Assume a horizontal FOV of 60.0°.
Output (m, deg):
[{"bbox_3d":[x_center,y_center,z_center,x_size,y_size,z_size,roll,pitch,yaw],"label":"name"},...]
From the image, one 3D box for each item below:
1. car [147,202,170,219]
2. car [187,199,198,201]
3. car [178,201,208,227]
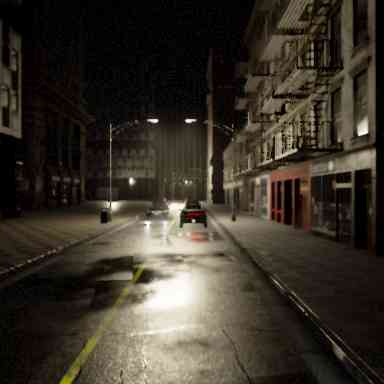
[{"bbox_3d":[-3.003,1.634,30.484,1.812,1.442,4.674,0,0,0],"label":"car"},{"bbox_3d":[0.096,1.658,41.164,1.882,1.535,5.008,0,0,0],"label":"car"},{"bbox_3d":[0.098,1.608,23.637,1.837,1.490,4.892,0,0,0],"label":"car"}]
